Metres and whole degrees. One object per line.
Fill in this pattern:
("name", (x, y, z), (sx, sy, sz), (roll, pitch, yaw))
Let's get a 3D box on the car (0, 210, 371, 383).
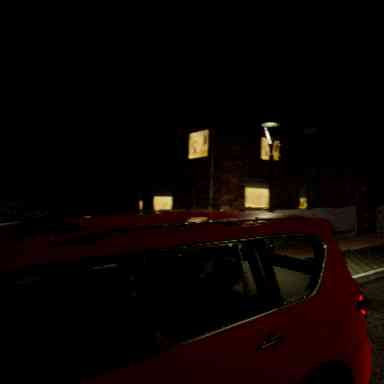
("car", (-0.917, 1.221, 2.419), (5.566, 2.045, 2.150), (0, 0, -36))
